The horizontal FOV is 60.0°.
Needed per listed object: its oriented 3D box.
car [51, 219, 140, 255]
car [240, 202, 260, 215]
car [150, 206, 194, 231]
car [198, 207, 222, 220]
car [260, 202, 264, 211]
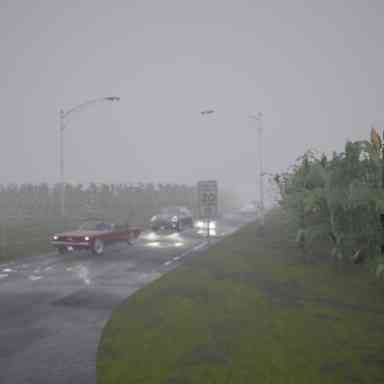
[{"bbox_3d":[-4.175,1.942,15.175,1.895,1.301,4.718,-1,-1,16],"label":"car"},{"bbox_3d":[7.794,2.379,45.400,1.812,1.442,4.674,-1,-1,16],"label":"car"},{"bbox_3d":[-1.393,1.873,24.633,2.097,1.767,4.553,-1,-1,16],"label":"car"},{"bbox_3d":[2.042,2.229,36.262,2.128,1.511,4.902,-1,-1,16],"label":"car"},{"bbox_3d":[11.077,2.406,56.594,2.097,1.767,4.553,-1,-1,17],"label":"car"}]
